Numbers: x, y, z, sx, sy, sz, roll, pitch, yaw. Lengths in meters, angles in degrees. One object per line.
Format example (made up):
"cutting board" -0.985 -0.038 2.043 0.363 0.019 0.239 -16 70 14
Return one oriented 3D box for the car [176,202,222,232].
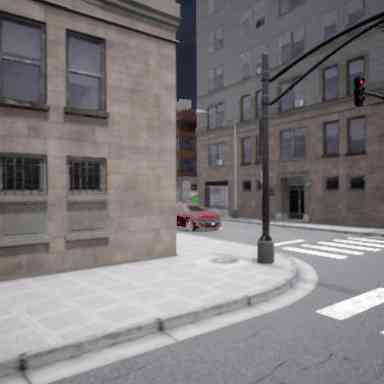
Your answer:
"car" -0.323 1.412 19.725 1.882 1.535 5.008 0 0 -36
